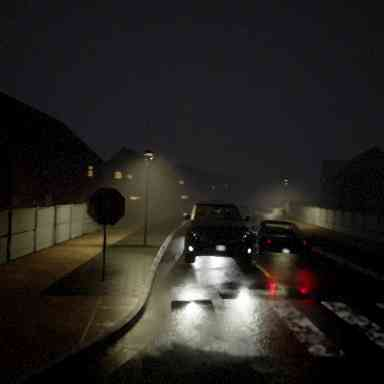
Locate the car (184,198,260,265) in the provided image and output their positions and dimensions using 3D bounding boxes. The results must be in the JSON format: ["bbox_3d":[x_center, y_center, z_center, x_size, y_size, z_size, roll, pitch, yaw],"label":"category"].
[{"bbox_3d":[0.872,1.392,12.862,2.150,2.045,5.566,2,-1,0],"label":"car"}]

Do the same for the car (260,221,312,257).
[{"bbox_3d":[3.541,1.888,14.347,1.895,1.301,4.718,2,-1,3],"label":"car"}]

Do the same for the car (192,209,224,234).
[{"bbox_3d":[1.103,1.915,22.621,1.895,1.301,4.718,2,-1,4],"label":"car"}]

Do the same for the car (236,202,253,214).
[{"bbox_3d":[7.815,2.298,48.865,2.033,1.411,5.357,2,0,13],"label":"car"}]
